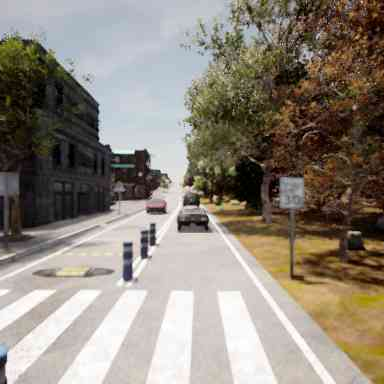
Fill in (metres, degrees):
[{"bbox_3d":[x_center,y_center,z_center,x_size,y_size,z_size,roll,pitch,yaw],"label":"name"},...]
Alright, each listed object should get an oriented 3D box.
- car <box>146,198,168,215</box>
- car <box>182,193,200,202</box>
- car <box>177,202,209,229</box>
[{"bbox_3d":[-3.466,1.399,33.444,1.882,1.535,5.008,0,0,0],"label":"car"},{"bbox_3d":[-0.094,1.112,42.580,2.150,2.045,5.566,0,0,-1],"label":"car"},{"bbox_3d":[0.038,1.562,21.103,1.895,1.301,4.718,0,0,0],"label":"car"}]
